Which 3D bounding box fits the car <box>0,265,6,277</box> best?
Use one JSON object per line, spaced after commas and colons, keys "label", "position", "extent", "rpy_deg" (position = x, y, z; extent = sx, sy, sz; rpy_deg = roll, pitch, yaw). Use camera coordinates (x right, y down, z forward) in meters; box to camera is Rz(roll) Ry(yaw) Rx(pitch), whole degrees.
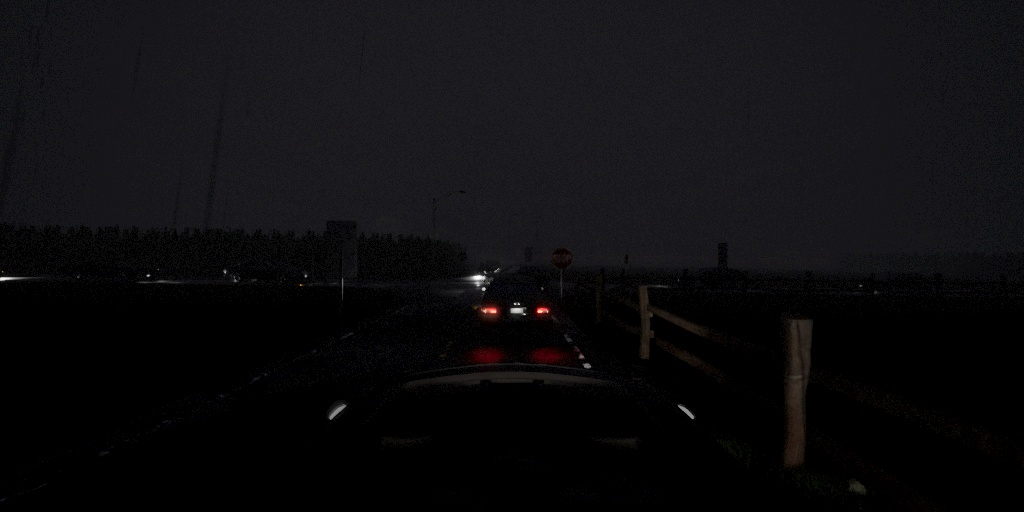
{"label": "car", "position": [-35.627, 0.698, 23.039], "extent": [4.181, 1.385, 1.994], "rpy_deg": [1, -1, 0]}

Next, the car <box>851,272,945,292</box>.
{"label": "car", "position": [28.221, 1.846, 26.287], "extent": [5.357, 1.411, 2.033], "rpy_deg": [1, -1, 0]}

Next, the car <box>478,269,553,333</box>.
{"label": "car", "position": [0.047, 1.299, 10.723], "extent": [2.033, 1.411, 5.357], "rpy_deg": [0, 0, -1]}

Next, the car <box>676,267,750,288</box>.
{"label": "car", "position": [14.613, 1.559, 26.222], "extent": [4.892, 1.490, 1.837], "rpy_deg": [1, -1, 0]}

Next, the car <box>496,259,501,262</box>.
{"label": "car", "position": [-2.937, 1.305, 50.359], "extent": [2.033, 1.411, 5.357], "rpy_deg": [0, 0, 0]}

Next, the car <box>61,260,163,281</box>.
{"label": "car", "position": [-25.606, 0.911, 23.080], "extent": [4.718, 1.301, 1.895], "rpy_deg": [1, -1, 0]}

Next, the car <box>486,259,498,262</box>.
{"label": "car", "position": [-2.919, 1.357, 40.514], "extent": [1.895, 1.301, 4.718], "rpy_deg": [0, 0, 0]}

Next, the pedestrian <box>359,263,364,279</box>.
{"label": "pedestrian", "position": [-12.223, 1.170, 29.119], "extent": [0.375, 1.300, 0.375], "rpy_deg": [0, -2, 0]}

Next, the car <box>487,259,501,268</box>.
{"label": "car", "position": [-2.942, 1.251, 60.951], "extent": [2.128, 1.511, 4.902], "rpy_deg": [0, 0, 0]}

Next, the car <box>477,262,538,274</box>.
{"label": "car", "position": [0.380, 1.295, 21.936], "extent": [4.674, 1.442, 1.812], "rpy_deg": [1, 0, -43]}

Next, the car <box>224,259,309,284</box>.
{"label": "car", "position": [-15.697, 0.978, 23.090], "extent": [4.902, 1.511, 2.128], "rpy_deg": [1, -1, 1]}
